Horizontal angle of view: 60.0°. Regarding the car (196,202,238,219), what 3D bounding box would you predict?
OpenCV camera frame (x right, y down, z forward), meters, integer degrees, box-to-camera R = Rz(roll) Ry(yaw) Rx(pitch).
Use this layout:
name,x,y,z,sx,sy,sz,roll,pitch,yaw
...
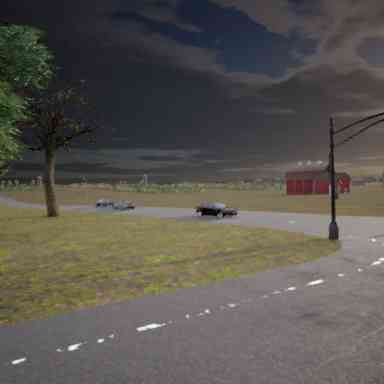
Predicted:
name,x,y,z,sx,sy,sz,roll,pitch,yaw
car,2.381,1.742,33.104,1.882,1.535,5.008,-3,1,-37

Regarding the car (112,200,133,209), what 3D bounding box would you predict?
name,x,y,z,sx,sy,sz,roll,pitch,yaw
car,-12.164,2.082,57.920,1.994,1.385,4.181,-3,1,-37

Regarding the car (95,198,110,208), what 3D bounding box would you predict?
name,x,y,z,sx,sy,sz,roll,pitch,yaw
car,-17.061,2.051,64.225,2.097,1.767,4.553,-3,0,-38

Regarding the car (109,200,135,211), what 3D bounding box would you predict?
name,x,y,z,sx,sy,sz,roll,pitch,yaw
car,-10.190,2.084,49.450,1.994,1.385,4.181,-3,1,-37
